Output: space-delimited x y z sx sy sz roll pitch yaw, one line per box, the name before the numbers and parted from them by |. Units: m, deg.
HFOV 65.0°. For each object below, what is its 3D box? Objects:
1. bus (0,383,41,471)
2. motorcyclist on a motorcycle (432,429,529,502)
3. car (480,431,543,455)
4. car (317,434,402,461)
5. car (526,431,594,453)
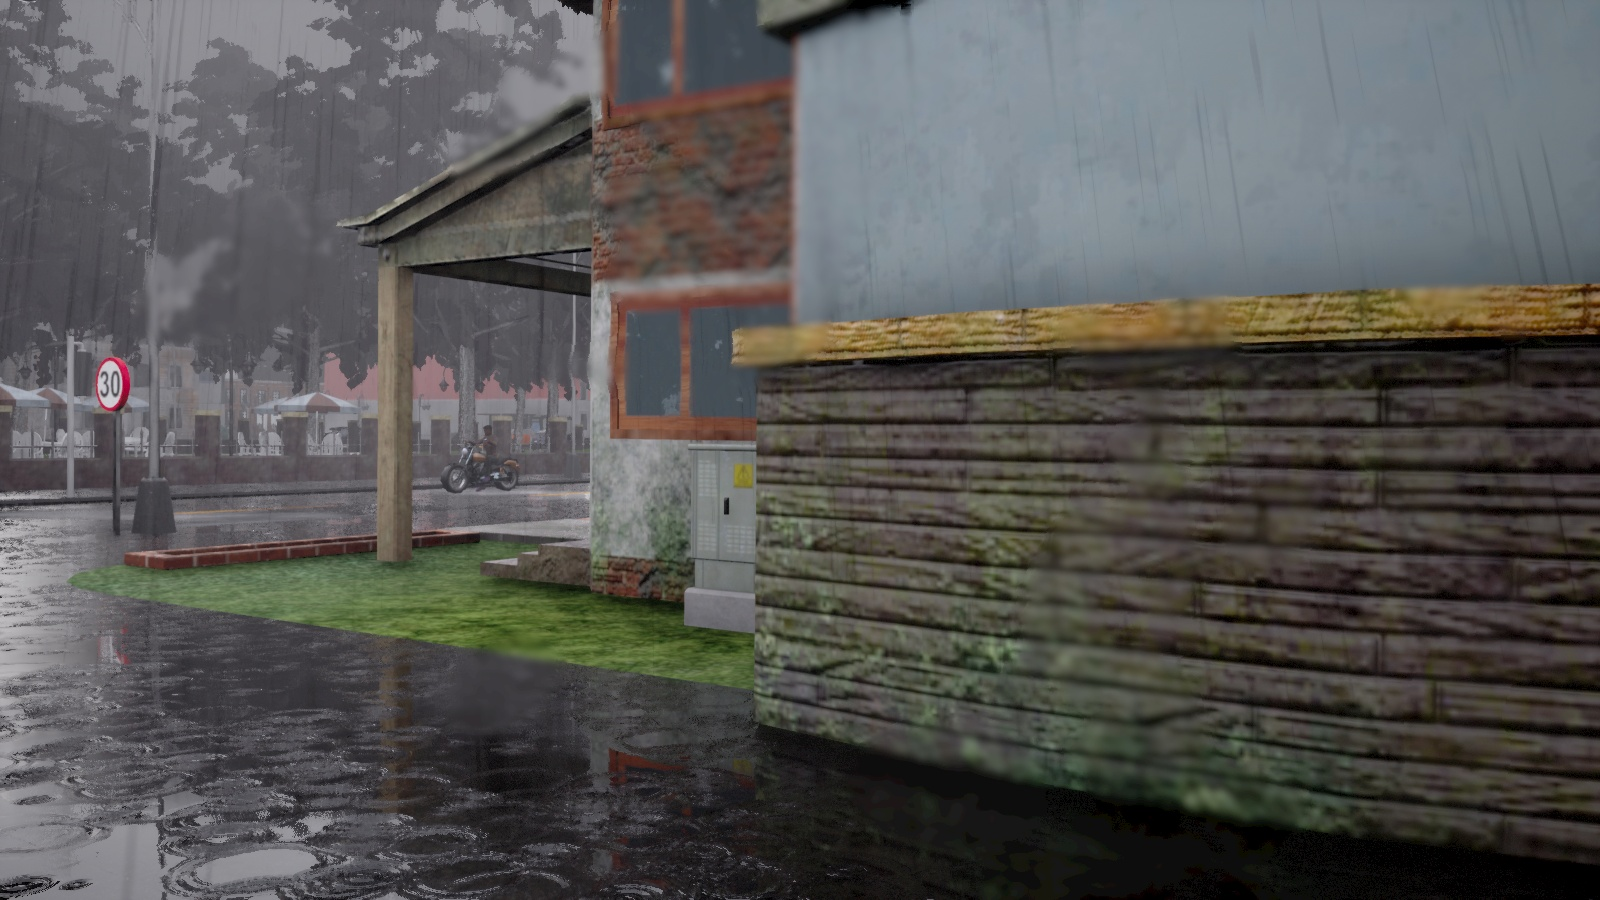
bus | -42.263 -1.072 59.296 3.944 4.253 10.273 0 1 34
motorcyclist on a motorcycle | -7.557 0.343 29.814 0.766 1.649 2.350 0 1 32
car | -22.232 -0.532 96.955 2.097 1.767 4.553 0 1 33
car | -28.224 -0.184 80.622 2.033 1.649 4.856 0 1 33
car | -18.240 -0.632 95.739 2.152 1.651 5.027 0 1 33
